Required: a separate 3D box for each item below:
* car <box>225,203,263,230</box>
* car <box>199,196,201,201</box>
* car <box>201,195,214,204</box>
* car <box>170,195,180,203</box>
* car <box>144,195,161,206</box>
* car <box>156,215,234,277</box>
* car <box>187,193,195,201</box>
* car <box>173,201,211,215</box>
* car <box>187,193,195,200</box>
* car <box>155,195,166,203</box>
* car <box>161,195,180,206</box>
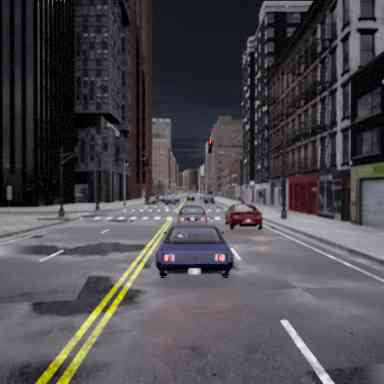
[{"bbox_3d":[3.198,1.466,21.238,1.882,1.535,5.008,0,0,0],"label":"car"},{"bbox_3d":[2.904,1.534,88.561,2.033,1.411,5.357,0,0,0],"label":"car"},{"bbox_3d":[3.108,1.495,61.815,1.837,1.490,4.892,0,0,0],"label":"car"},{"bbox_3d":[-3.527,1.470,70.707,1.882,1.535,5.008,0,0,0],"label":"car"},{"bbox_3d":[-6.798,1.493,55.539,1.837,1.490,4.892,0,0,0],"label":"car"},{"bbox_3d":[0.056,1.594,10.129,1.895,1.301,4.718,0,0,0],"label":"car"},{"bbox_3d":[-0.306,1.463,78.135,1.882,1.535,5.008,0,0,0],"label":"car"},{"bbox_3d":[0.016,1.536,20.710,2.033,1.411,5.357,0,0,0],"label":"car"},{"bbox_3d":[-0.346,1.182,88.525,2.097,1.767,4.553,0,0,0],"label":"car"},{"bbox_3d":[-6.779,1.470,71.015,1.882,1.535,5.008,0,0,0],"label":"car"},{"bbox_3d":[-3.550,1.537,55.279,2.033,1.411,5.357,0,0,0],"label":"car"}]
